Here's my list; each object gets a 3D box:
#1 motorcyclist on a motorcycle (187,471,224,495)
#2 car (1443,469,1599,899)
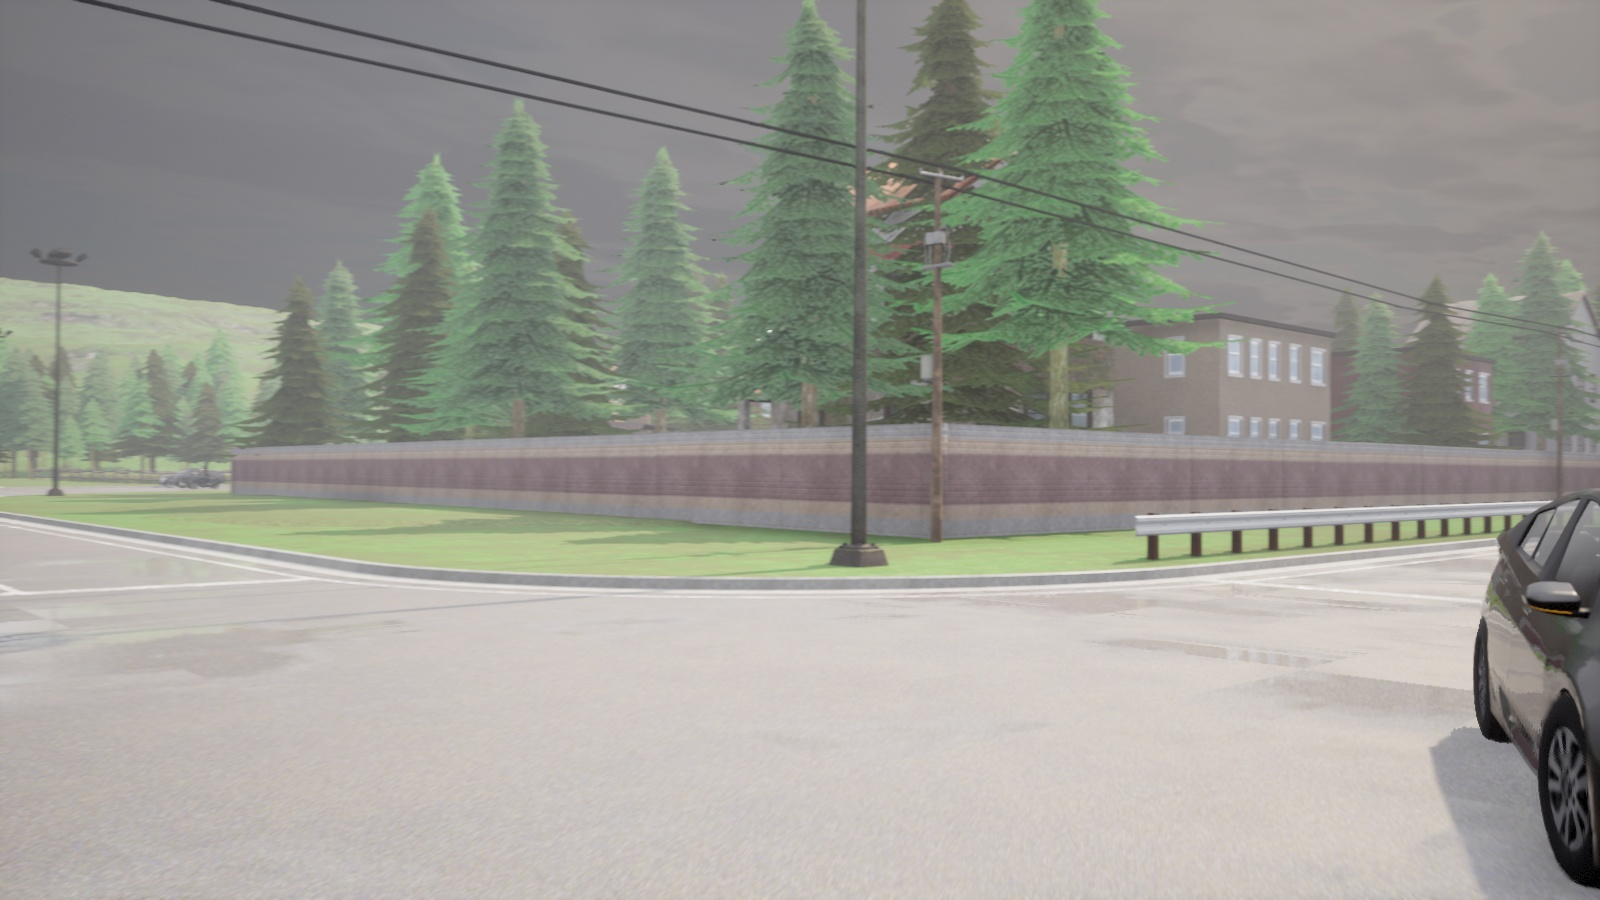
[{"bbox_3d":[-41.669,2.327,88.068,0.766,1.649,2.350,0,-1,27],"label":"motorcyclist on a motorcycle"},{"bbox_3d":[4.338,0.850,5.790,2.007,1.525,4.514,-1,-1,22],"label":"car"}]
